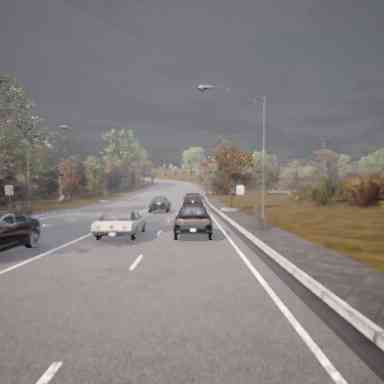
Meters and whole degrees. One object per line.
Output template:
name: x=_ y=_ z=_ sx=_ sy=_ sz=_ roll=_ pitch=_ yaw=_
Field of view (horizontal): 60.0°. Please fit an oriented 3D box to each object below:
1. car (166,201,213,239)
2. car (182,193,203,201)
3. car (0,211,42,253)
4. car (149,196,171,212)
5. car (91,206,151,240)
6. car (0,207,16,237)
car: x=0.060 y=1.438 z=16.956 sx=2.128 sy=1.511 sz=4.902 roll=0 pitch=0 yaw=0
car: x=0.088 y=1.102 z=37.153 sx=2.150 sy=2.045 sz=5.566 roll=0 pitch=0 yaw=0
car: x=-7.046 y=1.455 z=11.599 sx=2.128 sy=1.511 sz=4.902 roll=0 pitch=0 yaw=0
car: x=-3.417 y=1.235 z=36.288 sx=2.097 sy=1.767 sz=4.553 roll=0 pitch=0 yaw=0
car: x=-3.445 y=1.547 z=16.611 sx=1.895 sy=1.301 sz=4.718 roll=0 pitch=0 yaw=0
car: x=-10.504 y=1.514 z=15.858 sx=1.994 sy=1.385 sz=4.181 roll=0 pitch=0 yaw=0
